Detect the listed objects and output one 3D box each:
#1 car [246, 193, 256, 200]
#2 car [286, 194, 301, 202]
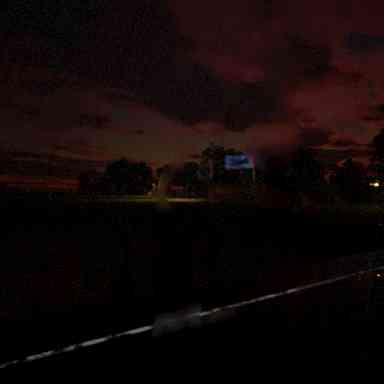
[{"bbox_3d":[13.359,1.074,81.298,2.097,1.767,4.553,0,0,-33],"label":"car"},{"bbox_3d":[20.894,1.231,69.791,2.097,1.767,4.553,0,0,-33],"label":"car"}]
